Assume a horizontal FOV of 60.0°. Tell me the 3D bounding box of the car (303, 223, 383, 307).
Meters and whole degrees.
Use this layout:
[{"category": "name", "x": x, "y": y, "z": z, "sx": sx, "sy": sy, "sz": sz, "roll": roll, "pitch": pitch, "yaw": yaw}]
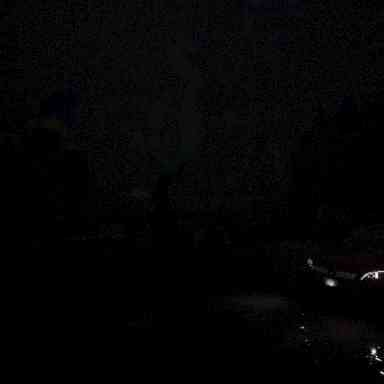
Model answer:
[{"category": "car", "x": 4.641, "y": 1.514, "z": 7.904, "sx": 4.674, "sy": 1.442, "sz": 1.812, "roll": 0, "pitch": 0, "yaw": -35}]
